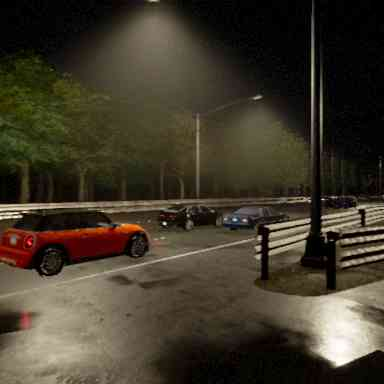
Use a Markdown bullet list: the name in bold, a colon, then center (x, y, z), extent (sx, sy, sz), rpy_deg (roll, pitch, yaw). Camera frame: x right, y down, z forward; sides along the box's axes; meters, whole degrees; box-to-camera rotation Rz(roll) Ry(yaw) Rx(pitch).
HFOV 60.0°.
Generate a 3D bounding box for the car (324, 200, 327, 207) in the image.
- **car**: center (20.815, 1.477, 48.177), extent (1.994, 1.385, 4.181), rpy_deg (0, 0, 45)

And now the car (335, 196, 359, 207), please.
- **car**: center (24.165, 1.439, 51.719), extent (4.674, 1.442, 1.812), rpy_deg (0, 0, -45)

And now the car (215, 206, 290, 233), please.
- **car**: center (3.907, 1.520, 19.524), extent (2.033, 1.411, 5.357), rpy_deg (0, 0, 40)

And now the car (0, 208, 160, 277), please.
- **car**: center (-3.466, 1.335, 10.605), extent (2.097, 1.767, 4.553), rpy_deg (0, 0, 39)

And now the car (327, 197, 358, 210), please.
- **car**: center (18.747, 1.457, 41.025), extent (1.812, 1.442, 4.674), rpy_deg (0, 0, 44)

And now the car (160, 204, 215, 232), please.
- **car**: center (0.060, 1.468, 20.218), extent (1.837, 1.490, 4.892), rpy_deg (0, 1, 40)
